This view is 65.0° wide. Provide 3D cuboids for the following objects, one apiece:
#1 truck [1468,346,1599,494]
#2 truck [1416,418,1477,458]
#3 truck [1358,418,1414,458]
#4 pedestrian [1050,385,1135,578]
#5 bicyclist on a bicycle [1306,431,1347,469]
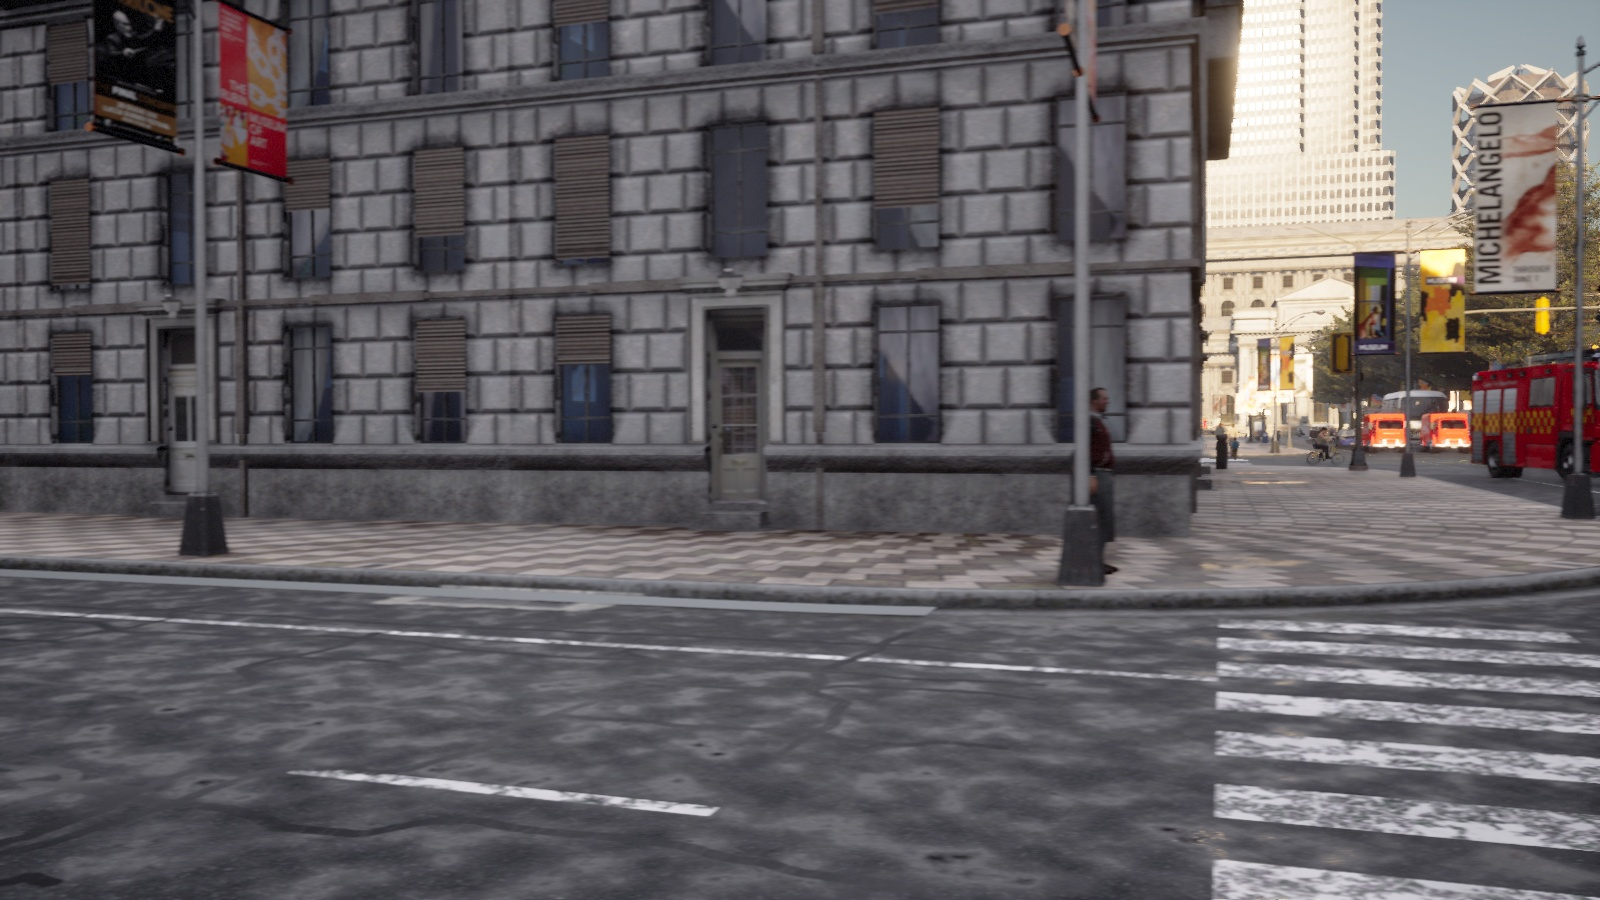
[{"bbox_3d":[22.673,-0.838,36.533,2.891,3.827,8.468,0,1,7],"label":"truck"},{"bbox_3d":[40.634,-0.773,79.054,2.627,2.467,5.204,1,1,18],"label":"truck"},{"bbox_3d":[37.333,-0.803,80.136,2.627,2.467,5.204,1,1,19],"label":"truck"},{"bbox_3d":[2.873,0.296,12.335,0.720,1.854,0.376,1,1,28],"label":"pedestrian"},{"bbox_3d":[22.291,-0.005,53.217,1.509,1.612,0.866,1,1,18],"label":"bicyclist on a bicycle"}]
